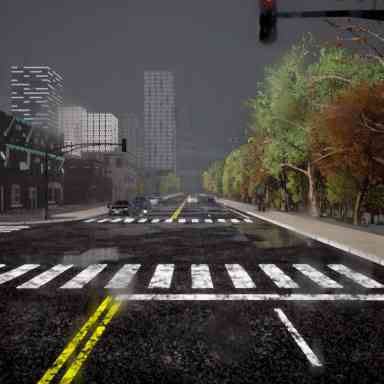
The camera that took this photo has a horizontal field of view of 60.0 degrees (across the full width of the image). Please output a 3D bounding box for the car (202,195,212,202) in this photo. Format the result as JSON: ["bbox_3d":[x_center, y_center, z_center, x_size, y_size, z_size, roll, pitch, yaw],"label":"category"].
[{"bbox_3d":[3.317,1.510,74.412,2.033,1.411,5.357,0,0,0],"label":"car"}]

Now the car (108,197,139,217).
[{"bbox_3d":[-6.568,1.516,31.572,1.812,1.442,4.674,0,0,0],"label":"car"}]

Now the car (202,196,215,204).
[{"bbox_3d":[3.401,1.523,63.759,2.033,1.411,5.357,0,0,0],"label":"car"}]

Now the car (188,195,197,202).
[{"bbox_3d":[0.075,1.447,74.833,1.882,1.535,5.008,0,0,0],"label":"car"}]

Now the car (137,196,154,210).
[{"bbox_3d":[-6.554,1.337,42.623,2.097,1.767,4.553,0,0,0],"label":"car"}]

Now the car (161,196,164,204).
[{"bbox_3d":[-6.493,1.467,63.482,2.128,1.511,4.902,0,0,1],"label":"car"}]

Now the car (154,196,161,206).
[{"bbox_3d":[-6.539,1.507,53.042,1.812,1.442,4.674,0,0,0],"label":"car"}]

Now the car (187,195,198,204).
[{"bbox_3d":[0.147,1.502,62.230,1.812,1.442,4.674,0,0,0],"label":"car"}]
